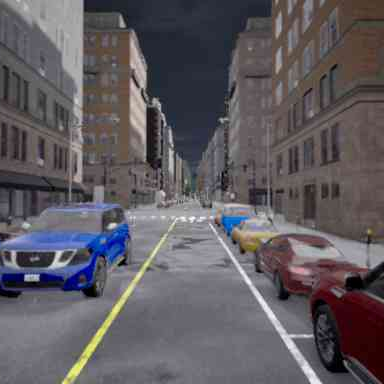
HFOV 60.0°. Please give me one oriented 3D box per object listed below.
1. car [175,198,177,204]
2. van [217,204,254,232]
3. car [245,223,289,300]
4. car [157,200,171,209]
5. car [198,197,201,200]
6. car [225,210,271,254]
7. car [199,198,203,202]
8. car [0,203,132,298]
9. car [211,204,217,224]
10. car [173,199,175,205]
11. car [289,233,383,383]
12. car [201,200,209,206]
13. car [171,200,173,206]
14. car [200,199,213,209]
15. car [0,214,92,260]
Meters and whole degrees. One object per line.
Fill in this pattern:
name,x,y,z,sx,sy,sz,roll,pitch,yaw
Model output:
car,-5.374,2.627,79.770,1.887,1.381,4.507,1,-1,1
van,2.665,1.613,19.755,1.690,1.788,3.998,1,-1,0
car,2.670,1.699,8.406,1.802,1.307,4.206,1,-1,0
car,-5.576,2.443,63.184,1.802,1.307,4.206,1,-1,1
car,3.285,2.793,90.734,1.947,1.339,4.313,1,-1,1
car,2.667,1.722,14.250,1.752,1.417,4.829,1,-1,0
car,3.017,2.477,68.615,1.887,1.381,4.507,1,-1,1
car,-3.105,1.350,9.223,2.150,2.045,5.566,0,-1,0
car,2.660,1.877,25.595,1.752,1.417,4.829,1,-1,0
car,-5.441,2.559,74.242,2.008,1.369,4.403,1,-1,1
car,2.676,1.354,2.737,2.192,1.841,5.009,1,-1,0
car,3.151,2.625,79.675,1.887,1.381,4.507,1,-1,1
car,-5.509,2.501,68.713,1.947,1.339,4.313,1,-1,1
car,2.950,2.424,63.085,1.947,1.339,4.313,1,-1,1
car,-5.859,1.739,14.077,1.887,1.381,4.507,1,-1,0
